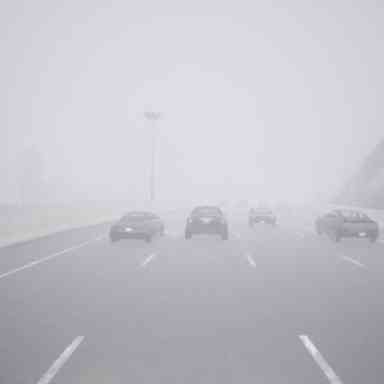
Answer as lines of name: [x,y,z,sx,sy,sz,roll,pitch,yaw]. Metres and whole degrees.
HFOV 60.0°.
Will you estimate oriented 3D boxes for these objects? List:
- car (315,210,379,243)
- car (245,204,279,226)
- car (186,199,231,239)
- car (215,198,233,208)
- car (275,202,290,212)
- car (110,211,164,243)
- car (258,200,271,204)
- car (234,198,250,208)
car: [7.785,1.673,17.162,2.128,1.511,4.902,0,0,6]
car: [5.162,1.810,25.118,1.895,1.301,4.718,0,0,8]
car: [0.911,1.480,18.369,2.097,1.767,4.553,1,0,5]
car: [5.741,1.928,59.205,2.128,1.511,4.902,0,0,18]
car: [12.302,2.004,45.259,1.895,1.301,4.718,0,0,15]
car: [-2.635,1.650,16.779,1.994,1.385,4.181,0,0,5]
car: [12.657,2.054,58.083,1.994,1.385,4.181,0,0,18]
car: [8.703,1.802,57.498,2.097,1.767,4.553,1,0,18]
